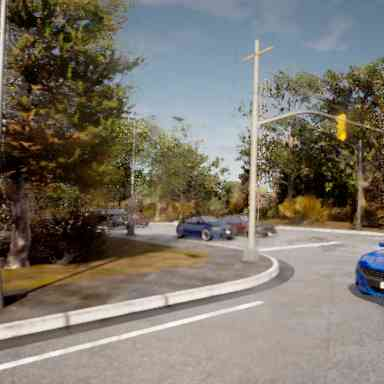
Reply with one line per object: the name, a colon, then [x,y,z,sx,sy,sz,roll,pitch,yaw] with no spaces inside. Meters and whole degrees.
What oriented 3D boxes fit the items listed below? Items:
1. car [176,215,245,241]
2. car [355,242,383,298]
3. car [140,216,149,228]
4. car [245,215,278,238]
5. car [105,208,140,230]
car: [0.822,2.145,20.219,1.994,1.385,4.181,3,-4,-37]
car: [5.955,1.697,8.121,5.008,1.535,1.882,2,-1,-36]
car: [-6.350,2.941,34.426,1.882,1.535,5.008,3,-5,-42]
car: [3.245,2.284,22.863,2.033,1.411,5.357,3,-4,-37]
car: [-7.376,2.415,30.361,2.150,2.045,5.566,3,-5,-41]
